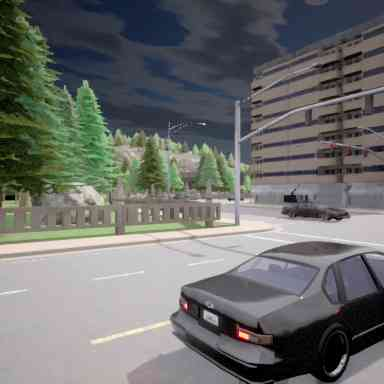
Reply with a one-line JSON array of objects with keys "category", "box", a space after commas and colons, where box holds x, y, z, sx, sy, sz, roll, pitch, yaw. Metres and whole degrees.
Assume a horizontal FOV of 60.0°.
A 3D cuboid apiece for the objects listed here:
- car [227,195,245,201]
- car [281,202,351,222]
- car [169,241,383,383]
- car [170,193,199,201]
[{"category": "car", "box": [10.400, 1.484, 78.788, 2.033, 1.411, 5.357, 0, 0, 40]}, {"category": "car", "box": [9.584, 1.496, 26.308, 2.033, 1.411, 5.357, 0, 0, -35]}, {"category": "car", "box": [2.277, 1.547, 5.414, 5.357, 1.411, 2.033, 0, 0, -35]}, {"category": "car", "box": [-0.829, 1.168, 43.590, 2.150, 2.045, 5.566, 0, 0, -20]}]
